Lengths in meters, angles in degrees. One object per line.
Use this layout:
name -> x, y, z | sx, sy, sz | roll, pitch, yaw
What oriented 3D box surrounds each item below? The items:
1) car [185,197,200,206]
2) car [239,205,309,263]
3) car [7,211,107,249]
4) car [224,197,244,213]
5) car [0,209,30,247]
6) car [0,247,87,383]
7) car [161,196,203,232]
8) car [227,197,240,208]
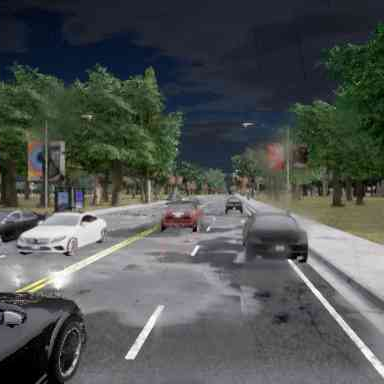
car -> 0.076, 1.538, 54.647 | 1.994, 1.385, 4.181 | 0, 0, 7
car -> 2.831, 1.470, 12.051 | 1.882, 1.535, 5.008 | 0, 0, 7
car -> -4.821, 1.517, 13.120 | 1.812, 1.442, 4.674 | 0, 0, 7
car -> 4.665, 1.484, 36.886 | 1.837, 1.490, 4.892 | 0, 0, 7
car -> -8.007, 1.483, 13.975 | 2.128, 1.511, 4.902 | 0, 0, 7
car -> -2.571, 1.562, 2.845 | 1.994, 1.385, 4.181 | 0, 0, 7
car -> -0.502, 1.340, 20.401 | 2.097, 1.767, 4.553 | 0, 0, 7
car -> 5.957, 1.502, 48.176 | 1.812, 1.442, 4.674 | 0, 0, 7
